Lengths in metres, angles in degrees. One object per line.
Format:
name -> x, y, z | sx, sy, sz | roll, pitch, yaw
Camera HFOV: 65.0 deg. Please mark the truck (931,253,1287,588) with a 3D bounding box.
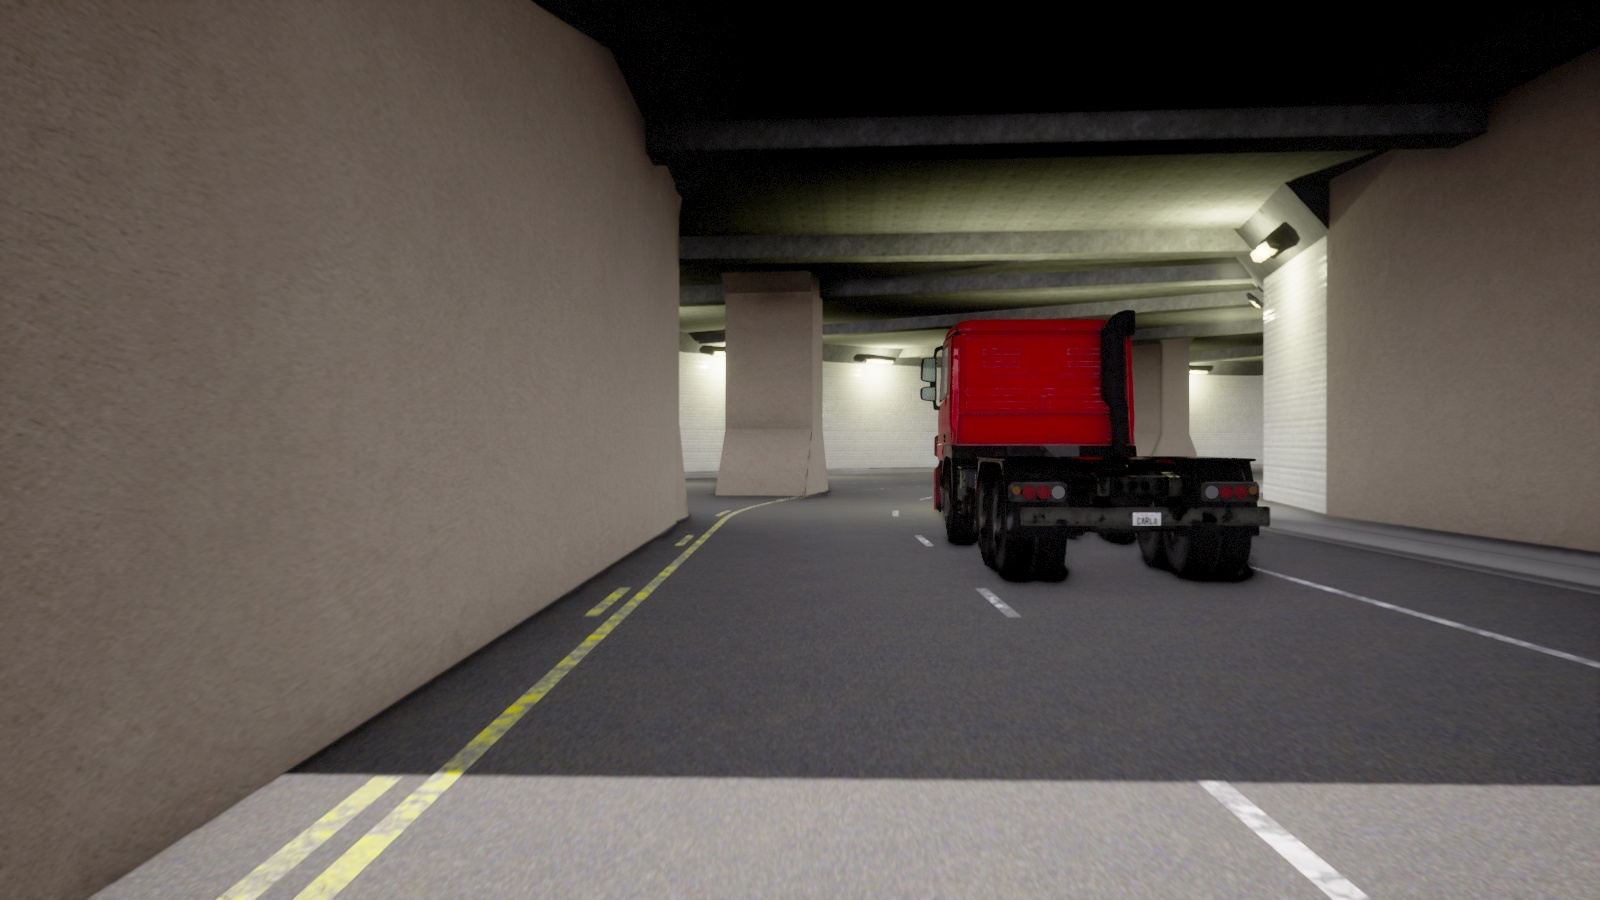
truck -> 3.613, -0.328, 16.962 | 2.891, 3.462, 7.936 | 0, 0, 0
